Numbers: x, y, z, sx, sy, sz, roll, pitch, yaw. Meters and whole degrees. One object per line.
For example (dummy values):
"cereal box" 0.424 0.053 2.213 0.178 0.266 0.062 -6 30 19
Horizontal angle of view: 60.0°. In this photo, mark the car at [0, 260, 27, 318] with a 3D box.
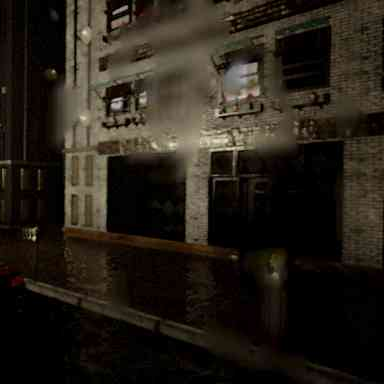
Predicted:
"car" -4.619 1.545 6.003 4.206 1.307 1.802 0 1 35
